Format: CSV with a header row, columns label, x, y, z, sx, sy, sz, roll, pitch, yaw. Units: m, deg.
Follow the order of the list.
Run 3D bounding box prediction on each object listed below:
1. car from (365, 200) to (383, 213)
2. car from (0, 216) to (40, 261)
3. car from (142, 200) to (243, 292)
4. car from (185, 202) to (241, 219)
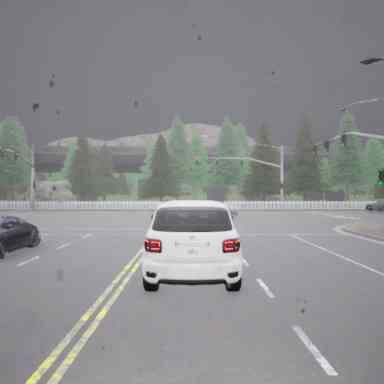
label,x,y,z,sx,sy,sz,roll,pitch,yaw
car,21.210,1.505,36.116,4.181,1.385,1.994,0,0,0
car,-7.204,1.562,11.979,1.994,1.385,4.181,0,0,-1
car,0.009,1.221,9.088,2.150,2.045,5.566,0,0,0
car,1.727,1.566,28.838,4.718,1.301,1.895,0,0,0
